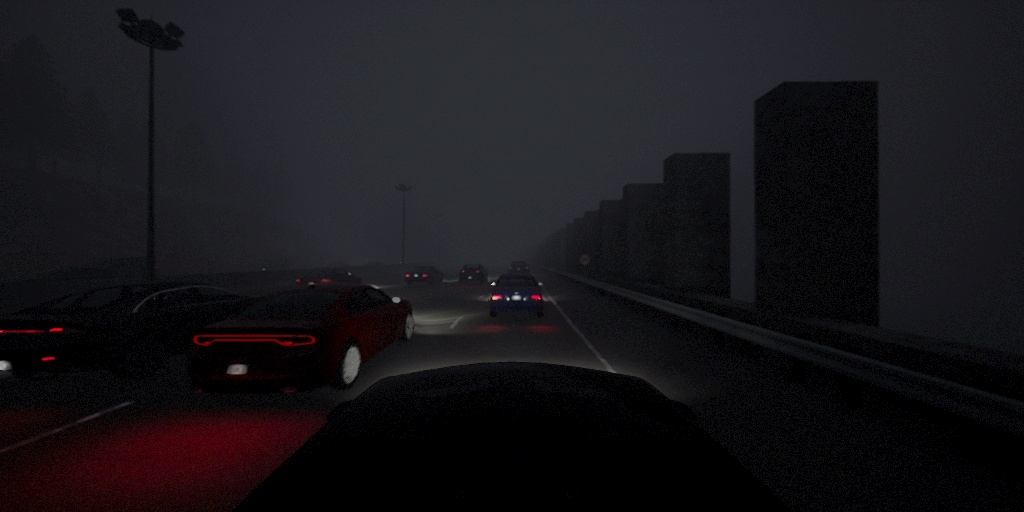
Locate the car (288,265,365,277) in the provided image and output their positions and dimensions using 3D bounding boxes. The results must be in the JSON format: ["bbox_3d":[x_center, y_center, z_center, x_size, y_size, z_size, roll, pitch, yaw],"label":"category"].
[{"bbox_3d":[-10.176,1.400,20.154,1.994,1.385,4.181,0,0,1],"label":"car"}]

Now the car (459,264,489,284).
[{"bbox_3d":[-2.983,1.365,28.369,2.128,1.511,4.902,0,0,1],"label":"car"}]

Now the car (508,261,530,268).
[{"bbox_3d":[0.687,1.259,36.115,2.097,1.767,4.553,0,0,1],"label":"car"}]

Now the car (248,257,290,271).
[{"bbox_3d":[-30.866,1.174,45.805,2.150,2.045,5.566,0,0,1],"label":"car"}]

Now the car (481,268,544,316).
[{"bbox_3d":[0.183,1.352,13.612,2.033,1.411,5.357,0,0,1],"label":"car"}]

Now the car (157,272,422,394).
[{"bbox_3d":[-3.383,1.252,6.909,1.882,1.535,5.008,0,0,0],"label":"car"}]

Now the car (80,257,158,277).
[{"bbox_3d":[-27.781,1.080,24.661,2.150,2.045,5.566,0,0,1],"label":"car"}]

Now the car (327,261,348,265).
[{"bbox_3d":[-23.715,1.493,48.509,1.812,1.442,4.674,0,1,1],"label":"car"}]

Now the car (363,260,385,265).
[{"bbox_3d":[-20.370,1.477,52.922,2.128,1.511,4.902,0,0,0],"label":"car"}]

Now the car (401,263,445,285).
[{"bbox_3d":[-6.516,1.415,27.135,2.033,1.411,5.357,0,0,1],"label":"car"}]

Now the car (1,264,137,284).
[{"bbox_3d":[-24.382,1.341,19.793,1.837,1.490,4.892,0,-1,2],"label":"car"}]

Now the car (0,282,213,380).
[{"bbox_3d":[-6.879,1.269,7.265,2.128,1.511,4.902,0,0,0],"label":"car"}]
